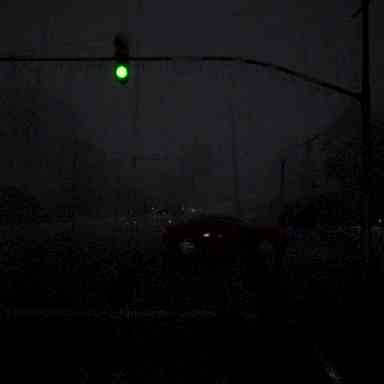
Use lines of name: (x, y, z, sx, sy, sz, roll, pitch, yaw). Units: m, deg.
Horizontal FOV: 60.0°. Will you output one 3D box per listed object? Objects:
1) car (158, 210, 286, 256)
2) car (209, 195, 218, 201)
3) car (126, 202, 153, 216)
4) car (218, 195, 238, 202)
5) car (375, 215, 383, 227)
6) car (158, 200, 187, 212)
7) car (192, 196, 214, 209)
car: (1.275, 1.670, 13.616, 5.008, 1.535, 1.882, 0, -1, 2)
car: (4.070, 1.257, 65.975, 2.033, 1.411, 5.357, 0, 3, 27)
car: (-6.144, 1.973, 39.327, 2.128, 1.511, 4.902, 0, 0, 15)
car: (7.463, 1.208, 64.895, 2.033, 1.411, 5.357, 0, 3, 27)
car: (15.408, 1.851, 23.669, 4.181, 1.385, 1.994, -1, -1, 2)
car: (-2.402, 2.017, 39.972, 2.033, 1.411, 5.357, 0, 0, 15)
car: (1.456, 1.833, 51.652, 1.994, 1.385, 4.181, 0, 2, 21)
